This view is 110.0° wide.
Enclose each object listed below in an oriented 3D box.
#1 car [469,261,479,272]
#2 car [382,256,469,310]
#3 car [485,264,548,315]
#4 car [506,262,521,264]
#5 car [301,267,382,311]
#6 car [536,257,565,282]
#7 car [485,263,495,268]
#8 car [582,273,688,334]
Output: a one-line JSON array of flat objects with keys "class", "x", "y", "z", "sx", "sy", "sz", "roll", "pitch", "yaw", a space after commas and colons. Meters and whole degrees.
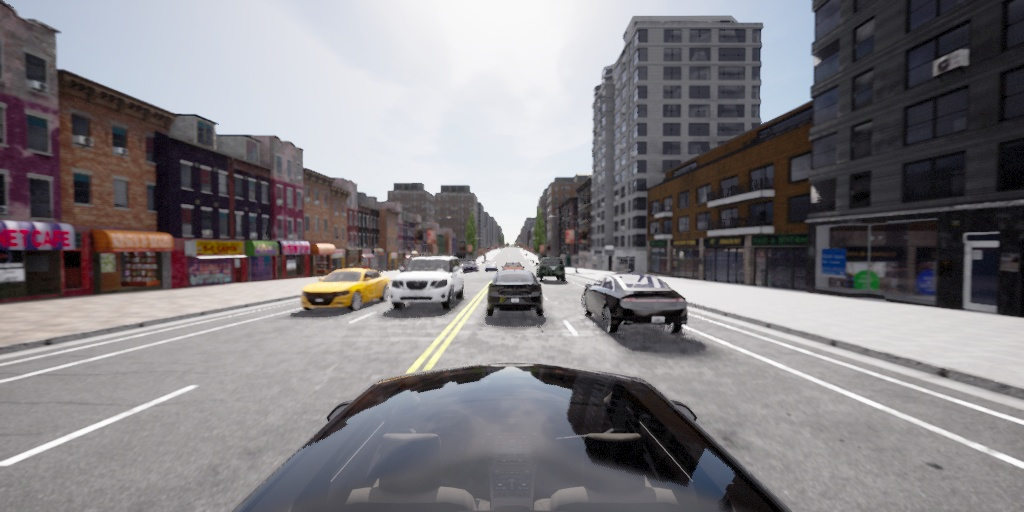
[{"class": "car", "x": -6.546, "y": 1.656, "z": 57.425, "sx": 2.097, "sy": 1.767, "sz": 4.553, "roll": 0, "pitch": -1, "yaw": 1}, {"class": "car", "x": -3.347, "y": 0.997, "z": 15.256, "sx": 2.150, "sy": 2.045, "sz": 5.566, "roll": 0, "pitch": 0, "yaw": 0}, {"class": "car", "x": 0.100, "y": 1.246, "z": 13.723, "sx": 1.882, "sy": 1.535, "sz": 5.008, "roll": 0, "pitch": 0, "yaw": 0}, {"class": "car", "x": 0.101, "y": 1.291, "z": 32.285, "sx": 2.097, "sy": 1.767, "sz": 4.553, "roll": 0, "pitch": -1, "yaw": 0}, {"class": "car", "x": -6.598, "y": 1.251, "z": 14.767, "sx": 1.882, "sy": 1.535, "sz": 5.008, "roll": 0, "pitch": 0, "yaw": 0}, {"class": "car", "x": 3.351, "y": 1.153, "z": 31.716, "sx": 2.150, "sy": 2.045, "sz": 5.566, "roll": 0, "pitch": -1, "yaw": 0}, {"class": "car", "x": -3.291, "y": 1.848, "z": 57.247, "sx": 2.033, "sy": 1.411, "sz": 5.357, "roll": 0, "pitch": -1, "yaw": 1}, {"class": "car", "x": 3.350, "y": 1.248, "z": 10.638, "sx": 2.128, "sy": 1.511, "sz": 4.902, "roll": 0, "pitch": 0, "yaw": 0}]
